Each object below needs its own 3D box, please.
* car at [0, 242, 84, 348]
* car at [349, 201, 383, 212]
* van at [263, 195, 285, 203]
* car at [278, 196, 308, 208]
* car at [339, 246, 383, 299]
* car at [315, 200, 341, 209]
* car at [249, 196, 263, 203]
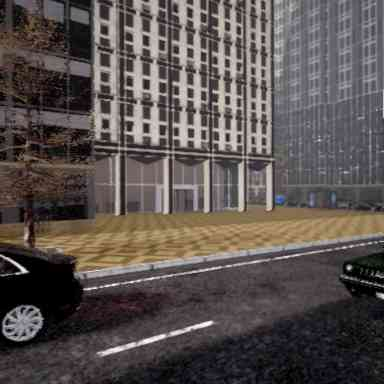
[{"bbox_3d":[-4.100,1.507,4.762,4.892,1.490,1.837,1,-1,-35],"label":"car"},{"bbox_3d":[22.897,1.861,44.024,1.947,1.339,4.313,0,0,-35],"label":"car"},{"bbox_3d":[17.008,1.400,67.572,1.690,1.788,3.998,0,0,-35],"label":"van"},{"bbox_3d":[16.510,1.771,53.430,1.947,1.339,4.313,0,0,-35],"label":"car"},{"bbox_3d":[5.428,1.686,7.592,4.718,1.301,1.895,1,0,-36],"label":"car"},{"bbox_3d":[19.686,1.832,48.717,1.802,1.307,4.206,0,0,-35],"label":"car"},{"bbox_3d":[13.783,1.596,72.254,1.802,1.307,4.206,0,0,-35],"label":"car"}]
